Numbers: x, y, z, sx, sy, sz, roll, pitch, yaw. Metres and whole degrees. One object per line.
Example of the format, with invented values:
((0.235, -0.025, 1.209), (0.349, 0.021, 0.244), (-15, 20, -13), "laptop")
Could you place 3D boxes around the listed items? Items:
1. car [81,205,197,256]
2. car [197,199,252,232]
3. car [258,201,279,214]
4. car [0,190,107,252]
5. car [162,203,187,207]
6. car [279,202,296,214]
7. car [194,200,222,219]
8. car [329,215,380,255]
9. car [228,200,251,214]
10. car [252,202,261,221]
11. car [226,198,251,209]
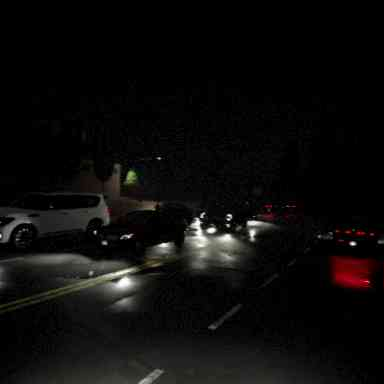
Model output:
((-1.800, 1.443, 12.992), (1.812, 1.442, 4.674), (3, 0, 27), "car")
((2.097, 1.443, 21.088), (2.097, 1.767, 4.553), (3, 0, 22), "car")
((9.161, 1.912, 42.752), (1.837, 1.490, 4.892), (3, 0, -5), "car")
((-5.657, 0.964, 13.072), (2.150, 2.045, 5.566), (3, 0, 28), "car")
((-1.369, 1.461, 21.828), (1.812, 1.442, 4.674), (3, 0, 24), "car")
((12.373, 2.043, 44.871), (2.128, 1.511, 4.902), (3, 0, -6), "car")
((1.615, 1.560, 31.464), (2.128, 1.511, 4.902), (3, 0, 9), "car")
((7.452, 1.838, 15.340), (1.837, 1.490, 4.892), (3, 0, 26), "car")
((5.733, 1.758, 40.448), (1.837, 1.490, 4.892), (3, 0, -2), "car")
((4.937, 1.782, 30.488), (1.994, 1.385, 4.181), (3, 0, 9), "car")
((7.297, 1.847, 52.627), (1.812, 1.442, 4.674), (3, 0, -19), "car")
